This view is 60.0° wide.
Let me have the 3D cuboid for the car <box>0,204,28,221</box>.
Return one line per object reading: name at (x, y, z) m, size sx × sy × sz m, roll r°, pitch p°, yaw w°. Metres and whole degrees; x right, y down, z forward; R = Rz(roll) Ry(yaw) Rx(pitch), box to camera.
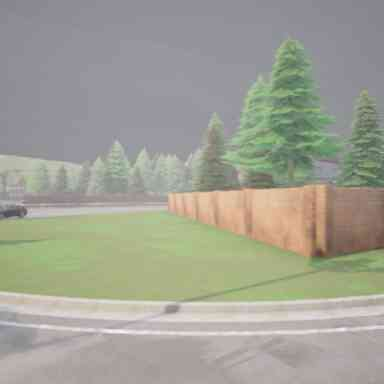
car at (-18.191, 1.925, 32.490) m, size 2.128 × 1.511 × 4.902 m, roll 0°, pitch -1°, yaw 9°
